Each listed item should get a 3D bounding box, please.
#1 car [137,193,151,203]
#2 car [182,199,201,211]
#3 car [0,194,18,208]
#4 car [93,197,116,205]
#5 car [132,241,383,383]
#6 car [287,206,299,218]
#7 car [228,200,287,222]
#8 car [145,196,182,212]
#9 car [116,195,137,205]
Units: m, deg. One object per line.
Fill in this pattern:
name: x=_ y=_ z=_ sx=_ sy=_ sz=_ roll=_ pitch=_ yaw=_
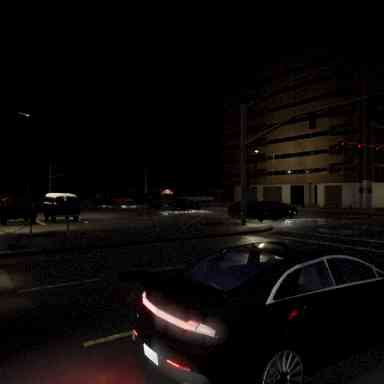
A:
car: x=-10.459 y=1.277 z=69.482 sx=2.150 sy=2.045 sz=5.566 roll=0 pitch=0 yaw=-34
car: x=-0.682 y=1.619 z=42.416 sx=1.994 sy=1.385 sz=4.181 roll=0 pitch=0 yaw=-34
car: x=-31.448 y=1.209 z=56.535 sx=1.932 sy=1.855 sz=4.605 roll=0 pitch=0 yaw=-34
car: x=-15.761 y=1.603 z=58.456 sx=2.033 sy=1.411 sz=5.357 roll=0 pitch=0 yaw=-34
car: x=1.573 y=1.492 z=4.865 sx=4.902 sy=1.511 sz=2.128 roll=0 pitch=0 yaw=-34
car: x=7.462 y=1.561 z=30.479 sx=1.837 sy=1.490 sz=4.892 roll=0 pitch=0 yaw=-34
car: x=5.119 y=1.533 z=27.693 sx=1.882 sy=1.535 sz=5.008 roll=0 pitch=0 yaw=-34
car: x=-3.503 y=1.581 z=40.340 sx=1.812 sy=1.442 sz=4.674 roll=0 pitch=0 yaw=-34
car: x=-12.146 y=1.533 z=59.340 sx=1.882 sy=1.535 sz=5.008 roll=0 pitch=0 yaw=-34
